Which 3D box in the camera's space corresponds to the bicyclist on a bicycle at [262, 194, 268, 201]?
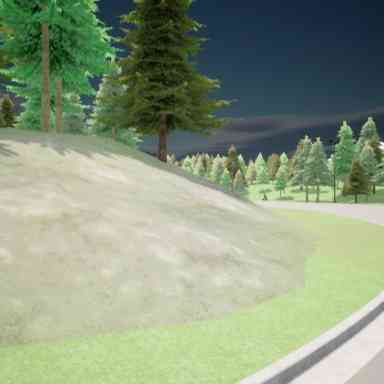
[{"bbox_3d":[17.462,1.272,79.652,1.656,1.620,0.582,0,0,-29],"label":"bicyclist on a bicycle"}]
